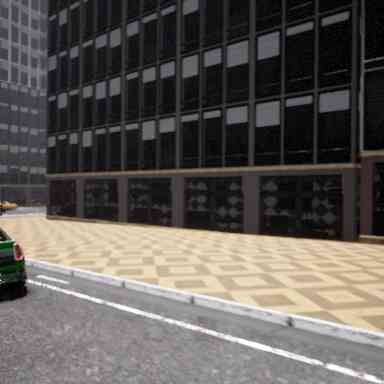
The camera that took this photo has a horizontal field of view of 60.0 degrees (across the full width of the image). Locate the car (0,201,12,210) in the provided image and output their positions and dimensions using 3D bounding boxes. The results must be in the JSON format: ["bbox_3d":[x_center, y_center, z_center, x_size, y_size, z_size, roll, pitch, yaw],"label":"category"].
[{"bbox_3d":[-22.778,1.706,35.716,2.192,1.841,5.009,0,0,36],"label":"car"}]

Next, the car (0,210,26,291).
[{"bbox_3d":[-6.004,1.397,7.963,4.553,1.767,2.097,0,0,36],"label":"car"}]

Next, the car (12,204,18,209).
[{"bbox_3d":[-26.267,1.869,45.093,1.752,1.417,4.829,0,0,36],"label":"car"}]
